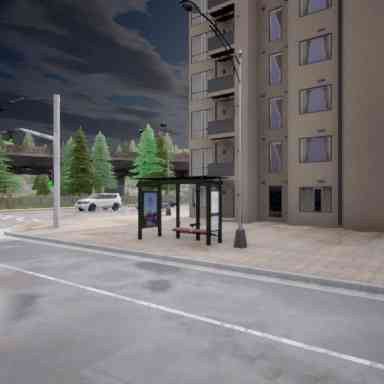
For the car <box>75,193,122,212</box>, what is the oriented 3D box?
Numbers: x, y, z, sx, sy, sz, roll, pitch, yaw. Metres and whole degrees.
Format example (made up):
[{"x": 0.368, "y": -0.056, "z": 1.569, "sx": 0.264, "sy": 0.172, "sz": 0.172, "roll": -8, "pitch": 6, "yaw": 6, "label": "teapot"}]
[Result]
[{"x": -10.685, "y": 1.166, "z": 38.467, "sx": 2.150, "sy": 2.045, "sz": 5.566, "roll": 0, "pitch": 0, "yaw": 37, "label": "car"}]

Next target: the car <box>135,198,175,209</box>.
[{"x": -4.621, "y": 1.545, "z": 40.380, "sx": 1.895, "sy": 1.301, "sz": 4.718, "roll": 0, "pitch": 0, "yaw": 38, "label": "car"}]
